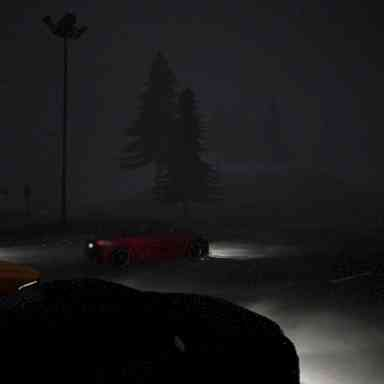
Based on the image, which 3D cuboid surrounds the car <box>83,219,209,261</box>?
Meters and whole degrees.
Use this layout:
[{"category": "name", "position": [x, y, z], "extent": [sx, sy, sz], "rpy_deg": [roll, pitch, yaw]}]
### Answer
[{"category": "car", "position": [-1.465, 1.623, 11.299], "extent": [4.181, 1.385, 1.994], "rpy_deg": [1, 0, -35]}]

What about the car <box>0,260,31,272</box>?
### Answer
[{"category": "car", "position": [-4.812, 1.463, 4.615], "extent": [5.008, 1.535, 1.882], "rpy_deg": [0, 0, -35]}]

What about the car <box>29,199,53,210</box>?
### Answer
[{"category": "car", "position": [-20.750, 1.630, 45.503], "extent": [4.674, 1.442, 1.812], "rpy_deg": [0, -1, 40]}]

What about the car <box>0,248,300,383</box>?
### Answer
[{"category": "car", "position": [-0.899, 1.575, 3.104], "extent": [4.181, 1.385, 1.994], "rpy_deg": [1, 0, -35]}]
